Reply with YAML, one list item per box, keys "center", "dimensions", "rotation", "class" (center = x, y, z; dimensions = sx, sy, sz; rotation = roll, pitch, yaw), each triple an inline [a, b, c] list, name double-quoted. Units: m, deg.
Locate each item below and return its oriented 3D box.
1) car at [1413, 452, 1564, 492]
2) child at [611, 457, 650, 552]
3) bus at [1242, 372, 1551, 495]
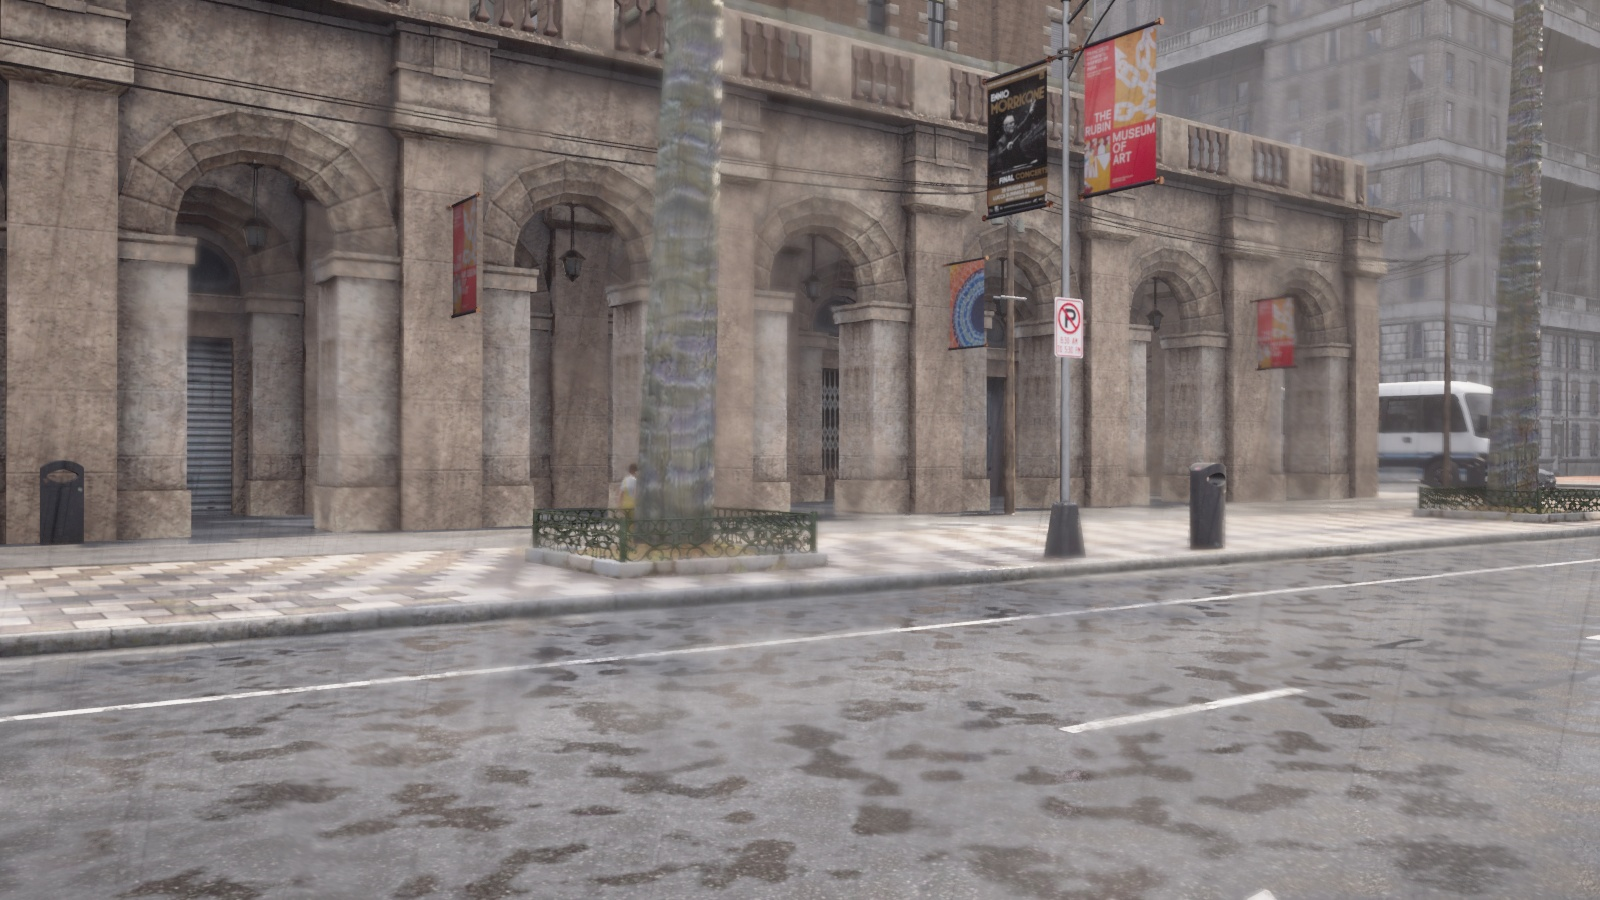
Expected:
- center: [26.913, 0.813, 49.256]
  dimensions: [1.837, 1.490, 4.892]
  rotation: [0, 0, -34]
  class: "car"
- center: [-2.283, 0.728, 16.923]
  dimensions: [0.437, 1.263, 0.270]
  rotation: [0, 0, -35]
  class: "child"
- center: [22.863, -0.560, 48.917]
  dimensions: [3.944, 4.253, 10.273]
  rotation: [0, 0, -35]
  class: "bus"
